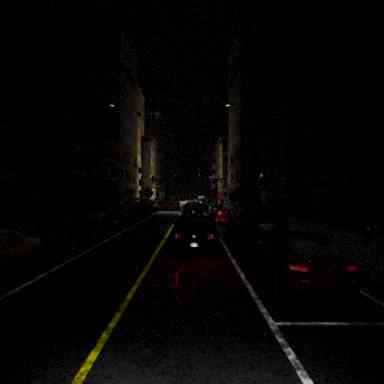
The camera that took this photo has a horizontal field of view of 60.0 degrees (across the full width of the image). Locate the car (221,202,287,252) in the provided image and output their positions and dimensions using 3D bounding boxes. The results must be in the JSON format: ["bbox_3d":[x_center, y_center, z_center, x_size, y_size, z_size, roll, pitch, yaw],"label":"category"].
[{"bbox_3d":[2.650,1.397,14.106,2.192,1.841,5.009,0,0,0],"label":"car"}]

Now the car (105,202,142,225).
[{"bbox_3d":[-5.365,1.711,25.469,1.947,1.339,4.313,0,0,0],"label":"car"}]

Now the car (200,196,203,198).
[{"bbox_3d":[2.692,1.859,59.724,1.752,1.417,4.829,0,0,0],"label":"car"}]

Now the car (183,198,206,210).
[{"bbox_3d":[0.119,1.662,32.654,1.882,1.535,5.008,0,0,0],"label":"car"}]

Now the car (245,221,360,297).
[{"bbox_3d":[2.645,1.633,8.423,1.802,1.307,4.206,0,0,0],"label":"car"}]

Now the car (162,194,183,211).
[{"bbox_3d":[-2.802,1.477,45.425,2.150,2.045,5.566,0,0,0],"label":"car"}]

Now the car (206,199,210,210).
[{"bbox_3d":[2.671,1.759,36.829,2.008,1.369,4.403,0,0,0],"label":"car"}]

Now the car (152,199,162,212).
[{"bbox_3d":[-5.349,1.679,42.515,1.967,1.590,4.097,0,0,0],"label":"car"}]

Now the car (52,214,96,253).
[{"bbox_3d":[-5.375,1.648,14.106,1.947,1.339,4.313,0,0,0],"label":"car"}]

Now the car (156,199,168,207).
[{"bbox_3d":[-5.334,1.914,59.559,1.802,1.307,4.206,0,0,0],"label":"car"}]

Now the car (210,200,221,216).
[{"bbox_3d":[2.661,1.585,25.467,1.967,1.590,4.097,0,0,0],"label":"car"}]

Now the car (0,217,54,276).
[{"bbox_3d":[-5.380,1.575,8.255,1.752,1.417,4.829,0,0,0],"label":"car"}]

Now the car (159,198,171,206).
[{"bbox_3d":[-5.329,1.914,65.241,2.008,1.369,4.403,0,0,0],"label":"car"}]

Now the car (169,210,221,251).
[{"bbox_3d":[0.096,1.685,14.548,1.895,1.301,4.718,0,0,0],"label":"car"}]

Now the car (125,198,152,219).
[{"bbox_3d":[-5.359,1.491,31.152,2.192,1.841,5.009,0,0,0],"label":"car"}]

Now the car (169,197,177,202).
[{"bbox_3d":[-5.306,2.056,92.117,2.008,1.369,4.403,0,0,0],"label":"car"}]
